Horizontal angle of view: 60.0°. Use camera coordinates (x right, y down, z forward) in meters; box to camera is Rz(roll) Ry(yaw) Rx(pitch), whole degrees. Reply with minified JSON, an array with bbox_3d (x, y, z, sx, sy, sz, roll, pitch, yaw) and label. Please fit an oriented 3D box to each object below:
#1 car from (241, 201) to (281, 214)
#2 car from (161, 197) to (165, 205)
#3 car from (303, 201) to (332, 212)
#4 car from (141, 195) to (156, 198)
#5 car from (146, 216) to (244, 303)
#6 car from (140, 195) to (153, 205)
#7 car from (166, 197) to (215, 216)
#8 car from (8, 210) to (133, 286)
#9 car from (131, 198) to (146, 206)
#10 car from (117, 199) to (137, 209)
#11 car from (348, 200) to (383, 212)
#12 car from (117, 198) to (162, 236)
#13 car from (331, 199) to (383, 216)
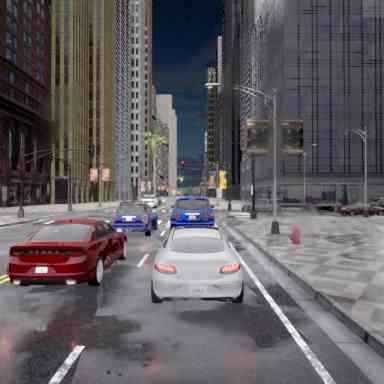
[{"bbox_3d":[7.391,1.655,35.814,4.181,1.385,1.994,0,-1,-1],"label":"car"},{"bbox_3d":[-6.518,1.805,60.684,1.837,1.490,4.892,0,0,1],"label":"car"},{"bbox_3d":[15.217,1.662,38.687,4.313,1.339,1.947,0,0,-1],"label":"car"},{"bbox_3d":[-6.556,1.452,50.972,2.150,2.045,5.566,0,0,0],"label":"car"},{"bbox_3d":[0.105,1.534,8.073,1.812,1.442,4.674,0,0,0],"label":"car"},{"bbox_3d":[-9.690,1.609,71.414,2.150,2.045,5.566,0,0,0],"label":"car"},{"bbox_3d":[0.041,1.257,17.775,2.150,2.045,5.566,0,0,1],"label":"car"},{"bbox_3d":[-3.144,1.489,9.445,1.882,1.535,5.008,0,0,0],"label":"car"},{"bbox_3d":[-9.767,1.827,60.840,1.812,1.442,4.674,0,0,1],"label":"car"},{"bbox_3d":[-9.804,1.778,50.931,2.033,1.411,5.357,0,0,0],"label":"car"},{"bbox_3d":[20.857,1.643,38.769,4.313,1.339,1.947,0,0,-1],"label":"car"},{"bbox_3d":[-3.134,1.391,18.672,2.097,1.767,4.553,0,0,0],"label":"car"},{"bbox_3d":[15.340,1.577,30.163,4.206,1.307,1.802,0,0,-1],"label":"car"}]
